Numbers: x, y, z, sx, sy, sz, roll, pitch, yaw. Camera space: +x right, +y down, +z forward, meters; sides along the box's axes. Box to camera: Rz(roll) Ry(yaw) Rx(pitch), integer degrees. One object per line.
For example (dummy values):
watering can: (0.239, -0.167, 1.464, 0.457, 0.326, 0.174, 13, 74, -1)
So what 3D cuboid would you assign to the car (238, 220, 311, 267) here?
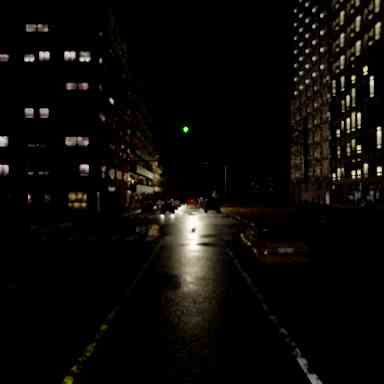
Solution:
car: (2.687, 1.665, 11.814, 1.752, 1.417, 4.829, 0, -1, 0)

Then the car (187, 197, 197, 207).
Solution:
car: (0.003, 2.138, 72.862, 2.150, 2.045, 5.566, 0, -1, 0)

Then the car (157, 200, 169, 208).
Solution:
car: (-5.690, 2.367, 66.158, 1.887, 1.381, 4.507, 0, -1, 0)

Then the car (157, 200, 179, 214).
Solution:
car: (-3.120, 2.068, 42.963, 2.033, 1.411, 5.357, 0, -1, -4)

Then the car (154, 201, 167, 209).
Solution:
car: (-5.691, 2.299, 60.633, 2.008, 1.369, 4.403, 0, -1, 0)

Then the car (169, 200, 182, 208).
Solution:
car: (-3.042, 2.276, 63.283, 2.128, 1.511, 4.902, 0, -1, 0)

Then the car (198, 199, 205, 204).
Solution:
car: (2.692, 2.726, 93.960, 1.752, 1.417, 4.829, 0, -1, 0)

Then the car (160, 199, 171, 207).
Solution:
car: (-5.691, 2.337, 71.687, 1.967, 1.590, 4.097, 0, -1, 0)

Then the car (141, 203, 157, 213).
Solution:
car: (-5.691, 2.085, 44.055, 2.008, 1.369, 4.403, 0, -1, 0)

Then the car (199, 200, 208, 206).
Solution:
car: (2.690, 2.516, 77.211, 1.887, 1.381, 4.507, 0, -1, 0)

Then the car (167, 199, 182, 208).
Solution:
car: (-3.086, 2.197, 53.090, 2.033, 1.411, 5.357, 0, -1, 0)

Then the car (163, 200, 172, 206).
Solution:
car: (-5.690, 2.553, 77.212, 1.802, 1.307, 4.206, 0, -1, 0)

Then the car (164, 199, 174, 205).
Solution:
car: (-5.690, 2.487, 82.739, 1.967, 1.590, 4.097, 0, -1, 0)

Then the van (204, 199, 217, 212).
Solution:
van: (2.688, 1.945, 49.583, 1.690, 1.788, 3.998, 0, -1, 0)

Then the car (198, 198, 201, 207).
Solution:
car: (2.689, 2.138, 66.161, 2.192, 1.841, 5.009, 0, -1, 0)

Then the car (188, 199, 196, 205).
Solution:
car: (0.005, 2.507, 83.246, 2.033, 1.411, 5.357, 0, -1, 0)

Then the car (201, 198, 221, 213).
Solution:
car: (2.688, 1.849, 44.057, 2.192, 1.841, 5.009, 0, -1, 0)

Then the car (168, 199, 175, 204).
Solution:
car: (-5.689, 2.721, 93.621, 1.752, 1.417, 4.829, 0, -1, 0)
